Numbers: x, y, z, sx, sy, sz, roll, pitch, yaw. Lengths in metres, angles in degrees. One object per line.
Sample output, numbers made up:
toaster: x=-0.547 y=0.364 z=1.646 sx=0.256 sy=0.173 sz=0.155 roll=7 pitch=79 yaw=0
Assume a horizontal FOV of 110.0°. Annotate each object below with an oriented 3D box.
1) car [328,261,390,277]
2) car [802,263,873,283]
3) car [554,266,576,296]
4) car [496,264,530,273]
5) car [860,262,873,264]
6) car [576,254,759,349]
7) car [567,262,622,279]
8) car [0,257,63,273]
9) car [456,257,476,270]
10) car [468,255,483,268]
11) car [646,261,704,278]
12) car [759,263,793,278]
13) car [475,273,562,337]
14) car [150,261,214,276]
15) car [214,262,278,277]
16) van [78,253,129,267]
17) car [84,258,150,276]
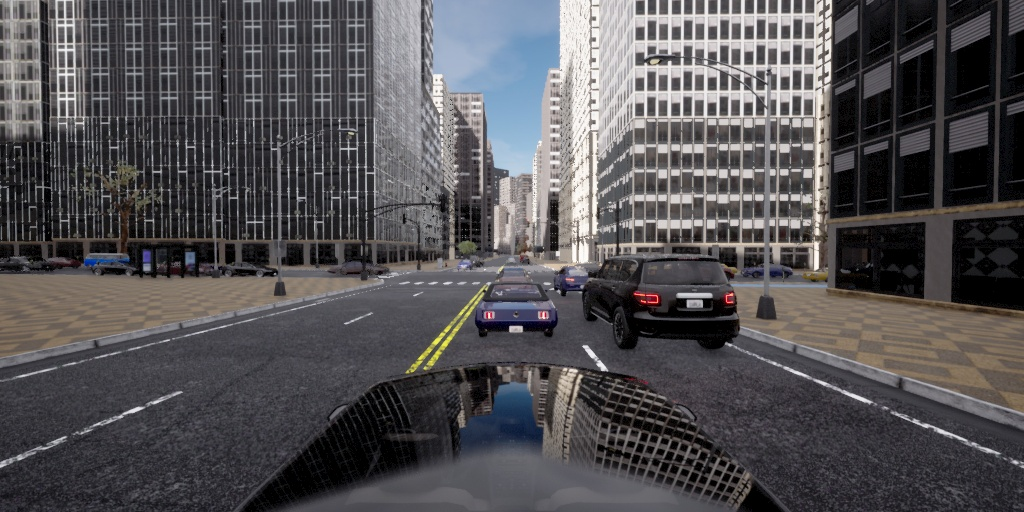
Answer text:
car: x=-14.401 y=1.185 z=33.895 sx=5.357 sy=1.411 sz=2.033 roll=0 pitch=1 yaw=-1
car: x=27.602 y=1.578 z=30.539 sx=4.829 sy=1.417 sz=1.751 roll=0 pitch=0 yaw=1
car: x=3.327 y=1.267 z=18.956 sx=1.812 sy=1.442 sz=4.674 roll=0 pitch=0 yaw=0
car: x=0.078 y=1.305 z=18.961 sx=1.994 sy=1.385 sz=4.181 roll=0 pitch=0 yaw=0
car: x=35.887 y=1.385 z=36.172 sx=4.553 sy=1.767 sz=2.097 roll=0 pitch=1 yaw=1
car: x=3.341 y=0.968 z=9.264 sx=2.150 sy=2.045 sz=5.566 roll=0 pitch=0 yaw=0
car: x=7.651 y=1.363 z=33.439 sx=4.674 sy=1.442 sz=1.812 roll=0 pitch=1 yaw=1
car: x=-46.896 y=0.850 z=34.392 sx=4.892 sy=1.490 sz=1.837 roll=0 pitch=1 yaw=1
car: x=-6.657 y=1.241 z=51.247 sx=1.812 sy=1.442 sz=4.674 roll=0 pitch=0 yaw=-2
car: x=-6.656 y=0.925 z=61.209 sx=2.150 sy=2.045 sz=5.566 roll=0 pitch=0 yaw=0
car: x=16.473 y=1.341 z=36.493 sx=5.008 sy=1.535 sz=1.882 roll=1 pitch=1 yaw=1
car: x=25.786 y=1.471 z=36.349 sx=4.674 sy=1.442 sz=1.812 roll=1 pitch=1 yaw=1
car: x=0.090 y=1.347 z=10.224 sx=1.895 sy=1.301 sz=4.718 roll=0 pitch=0 yaw=0
car: x=-28.456 y=1.138 z=31.318 sx=4.207 sy=1.307 sz=1.802 roll=0 pitch=0 yaw=1
car: x=-22.772 y=1.174 z=31.193 sx=4.313 sy=1.339 sz=1.948 roll=0 pitch=0 yaw=1
van: x=-45.340 y=0.605 z=40.129 sx=3.998 sy=1.789 sz=1.690 roll=0 pitch=0 yaw=1
car: x=-34.137 y=1.069 z=31.484 sx=4.313 sy=1.339 sz=1.948 roll=0 pitch=0 yaw=1
